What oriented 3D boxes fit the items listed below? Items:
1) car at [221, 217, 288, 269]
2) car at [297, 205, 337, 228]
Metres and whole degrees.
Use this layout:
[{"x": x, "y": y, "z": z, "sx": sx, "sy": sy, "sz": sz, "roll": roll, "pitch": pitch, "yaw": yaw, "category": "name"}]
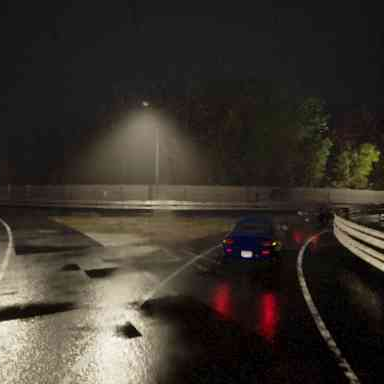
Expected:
[{"x": 2.265, "y": 1.597, "z": 11.537, "sx": 1.812, "sy": 1.442, "sz": 4.674, "roll": 0, "pitch": 0, "yaw": 18, "category": "car"}, {"x": 9.192, "y": 1.686, "z": 24.051, "sx": 2.128, "sy": 1.511, "sz": 4.902, "roll": 0, "pitch": 0, "yaw": 39, "category": "car"}]
